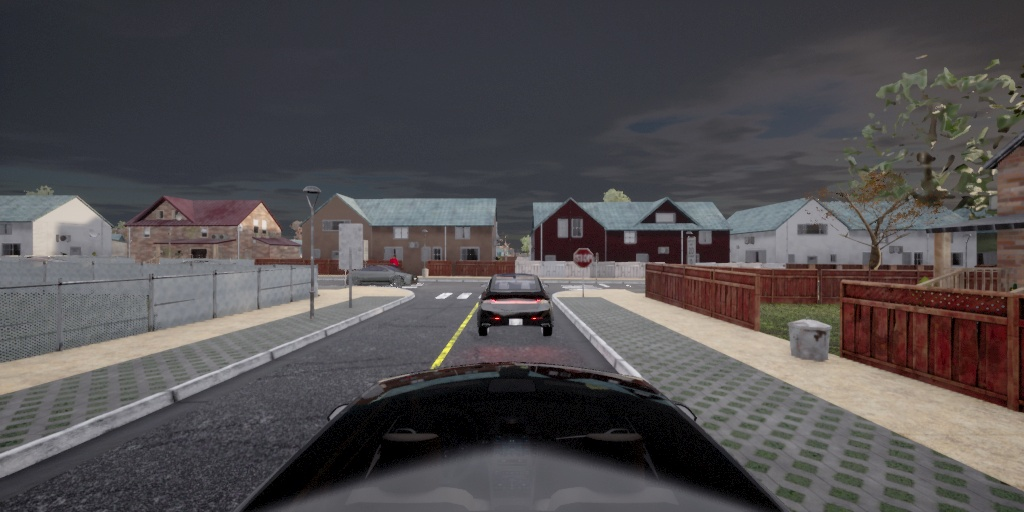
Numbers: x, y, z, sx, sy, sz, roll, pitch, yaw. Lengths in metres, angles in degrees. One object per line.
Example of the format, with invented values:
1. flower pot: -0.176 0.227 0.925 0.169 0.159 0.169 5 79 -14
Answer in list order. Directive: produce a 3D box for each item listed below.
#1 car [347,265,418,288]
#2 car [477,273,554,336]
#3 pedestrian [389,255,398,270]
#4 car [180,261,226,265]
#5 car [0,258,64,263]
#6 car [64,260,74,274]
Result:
1. car: -8.118 1.247 22.652 4.181 1.385 1.994 1 0 1
2. car: 0.077 1.241 10.321 2.128 1.511 4.902 0 0 0
3. pedestrian: -9.430 0.803 28.542 0.375 1.860 0.375 0 0 1
4. car: -19.273 1.076 22.874 4.892 1.490 1.837 1 0 1
5. car: -33.027 0.975 23.141 5.357 1.411 2.033 1 0 1
6. car: -34.585 0.885 26.129 5.008 1.535 1.882 1 0 1
